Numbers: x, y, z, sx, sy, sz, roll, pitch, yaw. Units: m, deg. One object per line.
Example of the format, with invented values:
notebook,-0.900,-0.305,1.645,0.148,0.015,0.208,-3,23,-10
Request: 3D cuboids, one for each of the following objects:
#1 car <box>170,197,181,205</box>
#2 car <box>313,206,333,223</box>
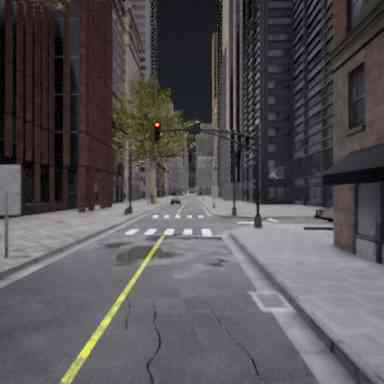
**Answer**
car,-3.026,1.696,62.076,2.033,1.411,5.357,0,0,1
car,11.527,1.533,23.696,5.357,1.411,2.033,0,0,0
